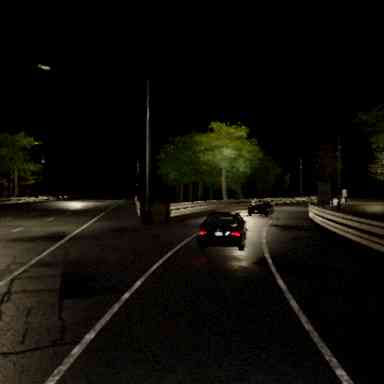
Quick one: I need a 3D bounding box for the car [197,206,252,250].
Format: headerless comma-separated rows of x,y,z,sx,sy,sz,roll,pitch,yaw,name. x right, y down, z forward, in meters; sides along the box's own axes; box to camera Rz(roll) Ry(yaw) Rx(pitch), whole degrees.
1.441,1.560,14.504,2.033,1.411,5.357,0,0,11,car

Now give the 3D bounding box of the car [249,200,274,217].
6.674,1.530,31.962,2.128,1.511,4.902,0,0,23,car
